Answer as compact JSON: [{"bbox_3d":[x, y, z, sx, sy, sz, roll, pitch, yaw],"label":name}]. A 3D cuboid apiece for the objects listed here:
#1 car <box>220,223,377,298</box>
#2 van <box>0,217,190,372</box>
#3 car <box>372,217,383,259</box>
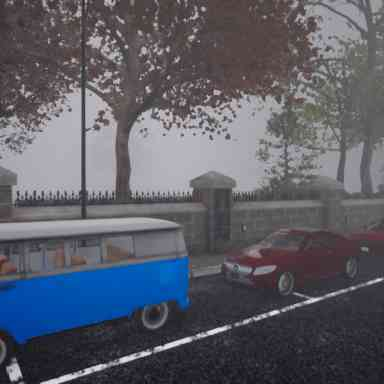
[{"bbox_3d":[2.641,1.579,8.426,4.206,1.307,1.802,0,0,-35],"label":"car"},{"bbox_3d":[-1.950,1.340,5.166,3.998,1.788,1.690,0,0,-35],"label":"van"},{"bbox_3d":[7.232,1.540,11.686,4.507,1.381,1.887,0,0,-35],"label":"car"}]
